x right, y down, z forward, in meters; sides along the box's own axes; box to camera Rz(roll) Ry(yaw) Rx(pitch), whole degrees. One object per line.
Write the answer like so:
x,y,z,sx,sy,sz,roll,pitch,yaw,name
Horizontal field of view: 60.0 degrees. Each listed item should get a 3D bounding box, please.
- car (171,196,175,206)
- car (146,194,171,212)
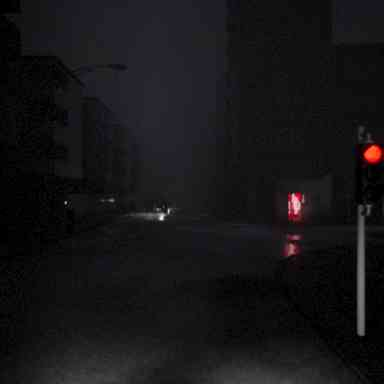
-4.085,1.458,49.871,1.882,1.535,5.008,0,0,0,car
-4.101,1.206,39.547,2.150,2.045,5.566,0,0,0,car
